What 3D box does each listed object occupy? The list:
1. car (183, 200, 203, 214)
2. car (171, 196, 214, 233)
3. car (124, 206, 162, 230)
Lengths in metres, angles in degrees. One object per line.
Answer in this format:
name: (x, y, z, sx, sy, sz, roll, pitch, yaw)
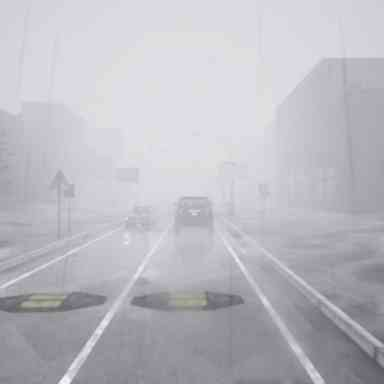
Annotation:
car: (0.114, 1.707, 38.271, 2.128, 1.511, 4.902, 0, -1, 0)
car: (0.102, 1.225, 19.752, 2.150, 2.045, 5.566, 0, 0, 0)
car: (-3.092, 1.610, 21.519, 1.895, 1.301, 4.718, 0, 0, 0)
